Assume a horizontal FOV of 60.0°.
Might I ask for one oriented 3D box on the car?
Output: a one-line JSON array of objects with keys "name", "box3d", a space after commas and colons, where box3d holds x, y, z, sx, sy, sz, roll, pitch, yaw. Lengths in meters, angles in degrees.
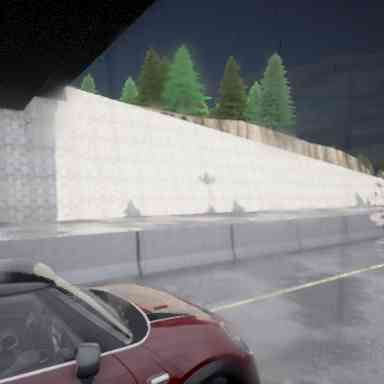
[{"name": "car", "box3d": [-1.570, 1.352, 2.627, 4.553, 1.767, 2.097, 0, 0, -35]}]
